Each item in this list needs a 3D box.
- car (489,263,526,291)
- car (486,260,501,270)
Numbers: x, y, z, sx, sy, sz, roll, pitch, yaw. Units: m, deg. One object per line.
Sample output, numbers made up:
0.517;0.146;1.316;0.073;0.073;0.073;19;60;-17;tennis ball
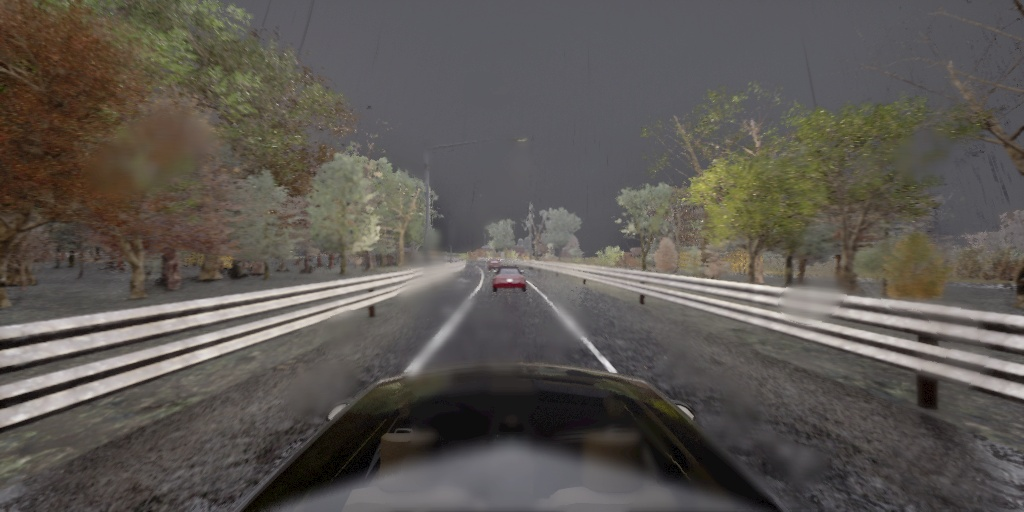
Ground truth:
-0.211;1.318;22.006;1.994;1.385;4.181;0;0;-2;car
-2.521;1.255;51.057;1.812;1.442;4.674;0;0;-7;car
